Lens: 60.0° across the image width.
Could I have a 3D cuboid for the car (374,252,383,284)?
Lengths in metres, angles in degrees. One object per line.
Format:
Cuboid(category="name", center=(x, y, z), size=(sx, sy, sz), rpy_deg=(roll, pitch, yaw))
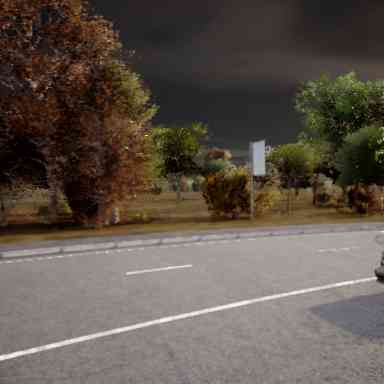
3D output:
Cuboid(category="car", center=(6.636, 1.544, 7.441), size=(5.357, 1.411, 2.033), rpy_deg=(0, 0, -22))
